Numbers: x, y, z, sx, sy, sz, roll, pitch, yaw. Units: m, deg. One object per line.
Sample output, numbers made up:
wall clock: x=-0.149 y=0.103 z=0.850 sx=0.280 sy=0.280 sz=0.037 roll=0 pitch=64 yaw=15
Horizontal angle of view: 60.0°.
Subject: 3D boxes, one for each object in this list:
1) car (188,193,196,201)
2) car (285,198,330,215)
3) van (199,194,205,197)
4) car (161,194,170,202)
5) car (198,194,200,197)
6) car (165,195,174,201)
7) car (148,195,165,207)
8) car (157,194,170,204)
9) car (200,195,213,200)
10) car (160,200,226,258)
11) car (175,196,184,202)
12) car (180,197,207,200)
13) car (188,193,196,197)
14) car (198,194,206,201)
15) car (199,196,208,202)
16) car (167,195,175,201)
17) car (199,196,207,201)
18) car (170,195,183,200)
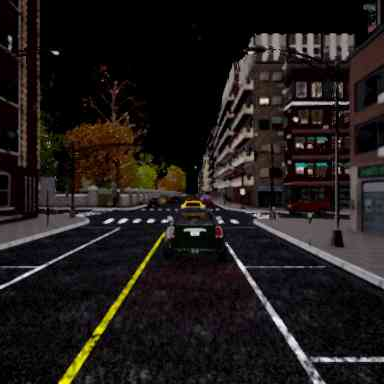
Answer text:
car: x=-0.021 y=1.241 z=90.125 sx=2.150 sy=2.045 sz=5.566 roll=0 pitch=0 yaw=0
car: x=13.457 y=1.631 z=38.640 sx=5.009 sy=1.841 sz=2.192 roll=1 pitch=-1 yaw=-1
van: x=2.678 y=1.414 z=62.221 sx=1.690 sy=1.788 sz=3.998 roll=0 pitch=0 yaw=0
car: x=-5.702 y=1.598 z=62.049 sx=1.752 sy=1.417 sz=4.829 roll=0 pitch=0 yaw=0
car: x=2.675 y=1.537 z=73.481 sx=1.967 sy=1.590 sz=4.097 roll=0 pitch=0 yaw=0
car: x=-5.709 y=1.565 z=84.740 sx=1.967 sy=1.590 sz=4.097 roll=0 pitch=0 yaw=0
car: x=-5.700 y=1.619 z=50.958 sx=1.947 sy=1.339 sz=4.313 roll=0 pitch=0 yaw=0
car: x=-5.704 y=1.400 z=67.849 sx=2.192 sy=1.841 sz=5.009 roll=0 pitch=0 yaw=0
car: x=2.679 y=1.607 z=56.590 sx=1.887 sy=1.381 sz=4.507 roll=0 pitch=0 yaw=0
car: x=0.097 y=1.362 z=12.964 sx=2.097 sy=1.767 sz=4.553 roll=0 pitch=0 yaw=0
car: x=-3.018 y=1.644 z=80.614 sx=2.033 sy=1.411 sz=5.357 roll=0 pitch=0 yaw=0
car: x=0.097 y=1.498 z=28.129 sx=1.882 sy=1.535 sz=5.008 roll=0 pitch=0 yaw=0
car: x=-0.020 y=1.664 z=80.092 sx=1.994 sy=1.385 sz=4.181 roll=0 pitch=0 yaw=0
car: x=2.671 y=1.455 z=90.372 sx=2.192 sy=1.841 sz=5.009 roll=0 pitch=0 yaw=0
car: x=2.673 y=1.661 z=79.111 sx=2.008 sy=1.369 sz=4.403 roll=0 pitch=0 yaw=0
car: x=-5.710 y=1.580 z=90.369 sx=1.967 sy=1.590 sz=4.097 roll=0 pitch=0 yaw=0
car: x=2.671 y=1.669 z=84.741 sx=1.887 sy=1.381 sz=4.507 roll=0 pitch=0 yaw=0
car: x=-3.028 y=1.557 z=65.090 sx=1.882 sy=1.535 sz=5.008 roll=0 pitch=0 yaw=0
